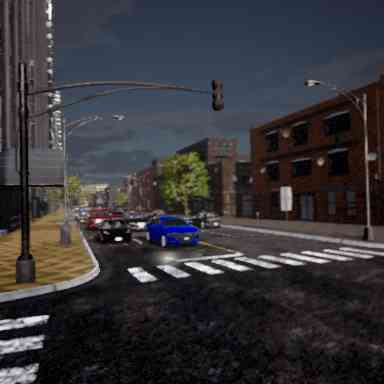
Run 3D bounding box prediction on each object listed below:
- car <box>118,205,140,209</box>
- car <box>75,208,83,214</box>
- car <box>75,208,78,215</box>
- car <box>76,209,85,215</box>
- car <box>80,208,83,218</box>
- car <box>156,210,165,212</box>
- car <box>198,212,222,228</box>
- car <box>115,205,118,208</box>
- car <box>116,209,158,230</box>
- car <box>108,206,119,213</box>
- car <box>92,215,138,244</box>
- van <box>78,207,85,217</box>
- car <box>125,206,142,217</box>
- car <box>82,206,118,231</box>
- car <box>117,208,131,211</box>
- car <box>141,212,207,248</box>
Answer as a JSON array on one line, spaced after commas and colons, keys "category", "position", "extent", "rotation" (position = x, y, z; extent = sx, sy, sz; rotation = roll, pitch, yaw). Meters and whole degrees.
[{"category": "car", "position": [-9.101, 3.103, 48.745], "extent": [2.097, 1.767, 4.553], "rotation": [-1, -2, -20]}, {"category": "car", "position": [-30.084, 5.020, 88.216], "extent": [1.752, 1.417, 4.829], "rotation": [-2, -1, -21]}, {"category": "car", "position": [-20.422, 3.787, 62.493], "extent": [2.192, 1.841, 5.009], "rotation": [-2, -1, -21]}, {"category": "car", "position": [-26.251, 4.634, 78.019], "extent": [1.887, 1.381, 4.507], "rotation": [-2, -1, -21]}, {"category": "car", "position": [-12.388, 3.062, 41.096], "extent": [1.967, 1.590, 4.097], "rotation": [-2, -1, -21]}, {"category": "car", "position": [-4.514, 3.034, 44.039], "extent": [2.008, 1.369, 4.403], "rotation": [-2, -1, -21]}, {"category": "car", "position": [1.176, 2.441, 29.237], "extent": [2.008, 1.369, 4.403], "rotation": [-2, -1, -21]}, {"category": "car", "position": [-12.597, 3.337, 57.883], "extent": [2.150, 2.045, 5.566], "rotation": [-1, -2, -21]}, {"category": "car", "position": [-4.812, 2.527, 28.377], "extent": [2.128, 1.511, 4.902], "rotation": [-1, -2, -21]}, {"category": "car", "position": [-20.361, 4.473, 86.145], "extent": [2.192, 1.841, 5.009], "rotation": [-2, -1, -21]}, {"category": "car", "position": [-4.964, 2.392, 21.023], "extent": [1.947, 1.339, 4.313], "rotation": [-2, -1, -21]}, {"category": "van", "position": [-16.529, 3.402, 52.138], "extent": [1.690, 1.788, 3.998], "rotation": [-2, -1, -21]}, {"category": "car", "position": [-10.631, 3.444, 60.259], "extent": [2.192, 1.841, 5.009], "rotation": [-2, -1, -21]}, {"category": "car", "position": [-8.585, 2.526, 30.713], "extent": [2.192, 1.841, 5.009], "rotation": [-2, -1, -21]}, {"category": "car", "position": [-8.817, 2.987, 39.067], "extent": [1.812, 1.442, 4.674], "rotation": [-1, -2, -21]}, {"category": "car", "position": [-1.210, 2.132, 18.818], "extent": [1.882, 1.535, 5.008], "rotation": [-1, -2, -22]}]
